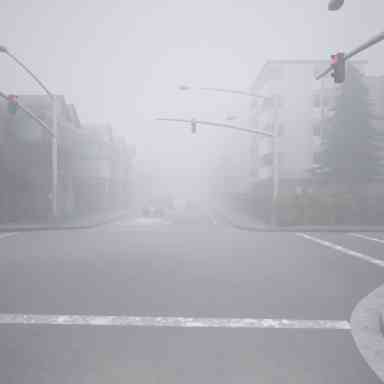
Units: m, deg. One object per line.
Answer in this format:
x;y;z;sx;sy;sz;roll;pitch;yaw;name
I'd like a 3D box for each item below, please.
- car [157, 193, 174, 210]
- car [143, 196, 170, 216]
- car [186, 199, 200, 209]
-3.574;1.216;42.888;2.150;2.045;5.566;0;0;0;car
-3.595;1.487;32.312;2.128;1.511;4.902;0;0;0;car
0.089;1.595;45.583;1.895;1.301;4.718;0;0;-1;car
